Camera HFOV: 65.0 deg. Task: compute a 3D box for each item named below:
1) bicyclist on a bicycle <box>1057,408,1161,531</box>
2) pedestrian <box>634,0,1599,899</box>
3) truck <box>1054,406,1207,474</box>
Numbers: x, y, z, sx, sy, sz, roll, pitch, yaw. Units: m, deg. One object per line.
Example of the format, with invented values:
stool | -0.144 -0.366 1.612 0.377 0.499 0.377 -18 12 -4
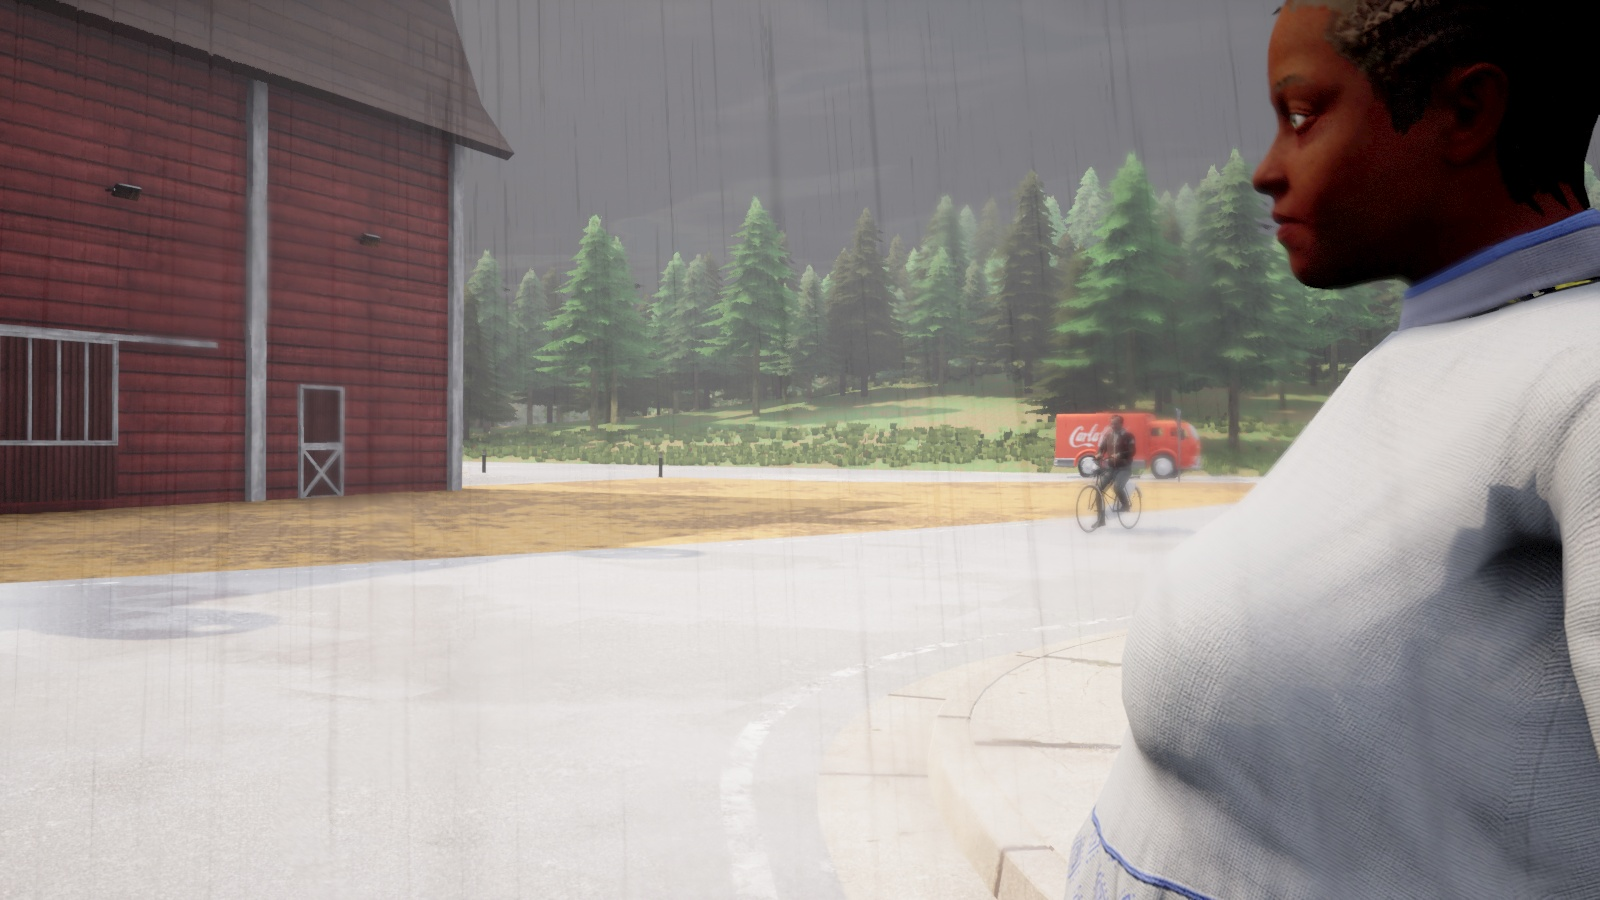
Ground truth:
bicyclist on a bicycle | 4.673 0.268 18.923 1.843 1.776 0.659 -1 1 -45
pedestrian | 0.492 0.512 0.896 0.900 1.855 0.874 0 0 19
truck | 12.544 -0.379 47.688 5.204 2.467 2.627 0 1 26
